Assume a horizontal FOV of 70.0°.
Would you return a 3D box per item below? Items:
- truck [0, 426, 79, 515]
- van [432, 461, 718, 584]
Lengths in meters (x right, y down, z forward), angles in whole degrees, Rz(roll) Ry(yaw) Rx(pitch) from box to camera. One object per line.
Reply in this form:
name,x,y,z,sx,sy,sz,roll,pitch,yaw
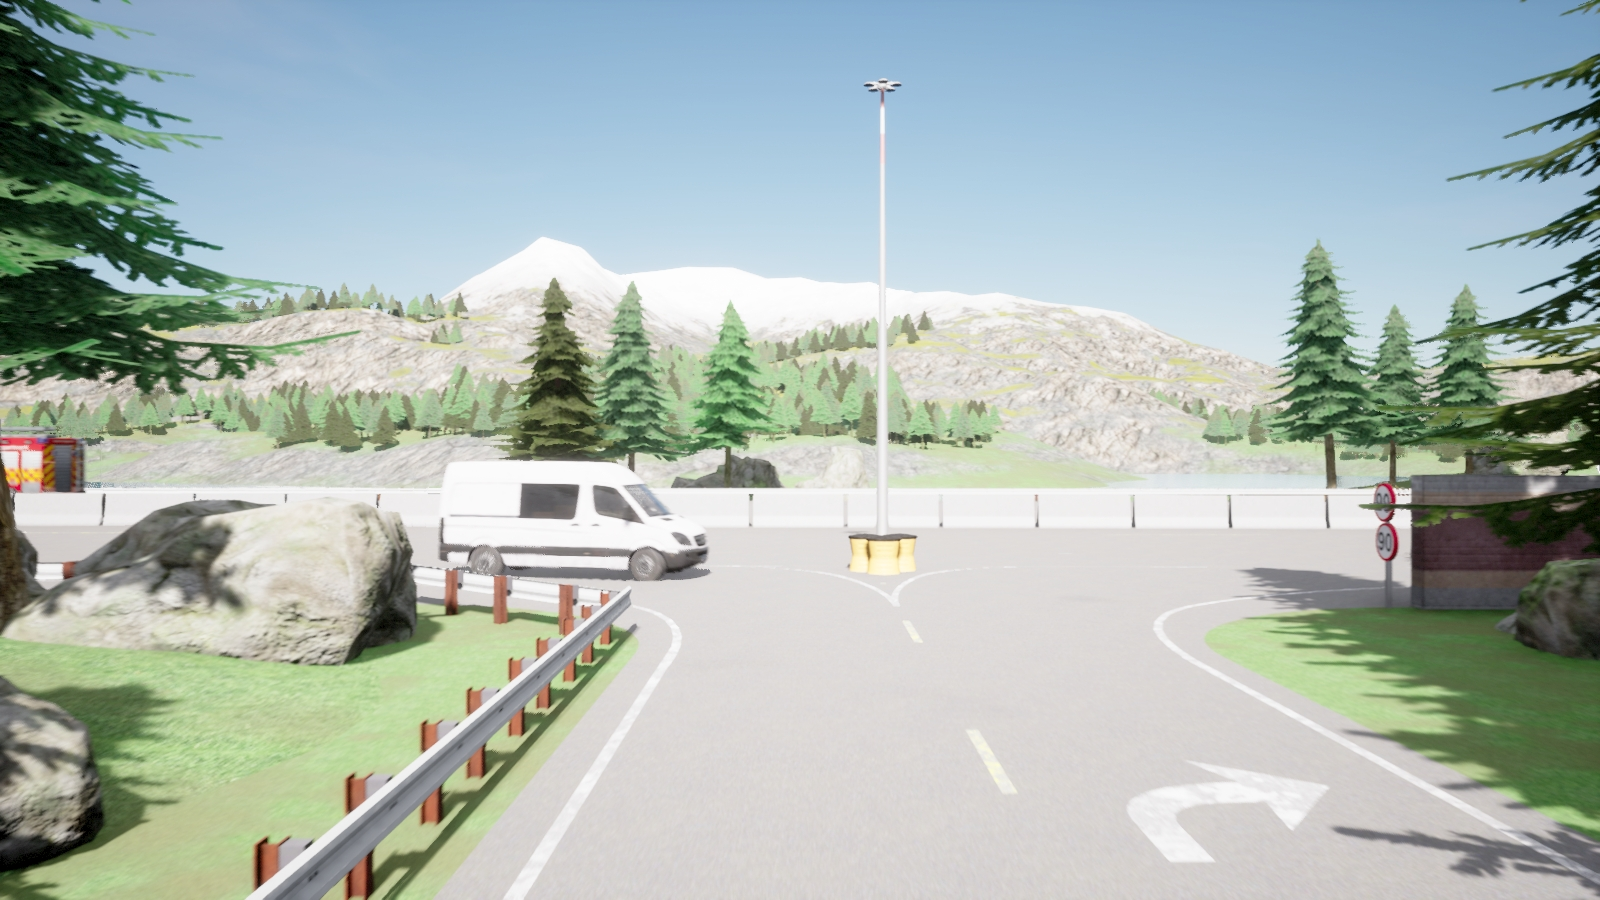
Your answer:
truck,-37.316,0.889,51.037,8.468,3.827,2.891,0,0,1
van,-4.961,1.534,25.477,5.915,2.561,1.988,0,0,11
